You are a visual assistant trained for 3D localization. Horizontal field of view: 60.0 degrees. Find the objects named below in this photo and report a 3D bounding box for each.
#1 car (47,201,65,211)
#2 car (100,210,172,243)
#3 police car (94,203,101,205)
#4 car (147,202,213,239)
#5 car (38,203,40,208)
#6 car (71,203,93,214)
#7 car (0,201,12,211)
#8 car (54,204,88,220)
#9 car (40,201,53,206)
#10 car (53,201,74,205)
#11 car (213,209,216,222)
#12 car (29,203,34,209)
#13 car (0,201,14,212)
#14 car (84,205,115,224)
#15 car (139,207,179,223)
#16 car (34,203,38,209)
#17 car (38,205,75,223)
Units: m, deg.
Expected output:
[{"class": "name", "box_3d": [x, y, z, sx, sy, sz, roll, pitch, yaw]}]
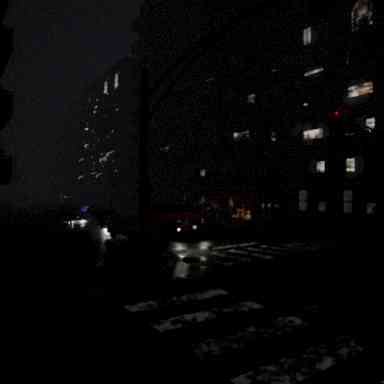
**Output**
[{"class": "car", "box_3d": [-26.663, 2.729, 65.209, 2.192, 1.841, 5.009, -1, -1, -36]}, {"class": "car", "box_3d": [-3.303, 1.935, 18.886, 1.752, 1.417, 4.829, -1, -1, -36]}, {"class": "police car", "box_3d": [-13.847, 2.468, 48.418, 1.930, 1.638, 5.238, 1, -1, -36]}, {"class": "car", "box_3d": [-1.461, 1.666, 20.775, 2.150, 2.045, 5.566, 1, -1, -36]}, {"class": "car", "box_3d": [-29.994, 2.829, 69.791, 2.192, 1.841, 5.009, -1, -1, -36]}, {"class": "car", "box_3d": [-17.894, 2.644, 53.993, 1.882, 1.535, 5.008, 1, -1, -36]}, {"class": "car", "box_3d": [-36.710, 2.742, 64.834, 2.192, 1.841, 5.009, 0, -1, -36]}, {"class": "car", "box_3d": [-13.701, 2.369, 37.635, 2.033, 1.411, 5.357, 1, -1, -36]}, {"class": "car", "box_3d": [-24.207, 2.744, 57.508, 2.128, 1.511, 4.902, 1, -1, -36]}, {"class": "car", "box_3d": [-19.020, 2.447, 50.378, 2.097, 1.767, 4.553, 1, -1, -36]}, {"class": "car", "box_3d": [-0.021, 1.918, 28.563, 2.192, 1.841, 5.009, -1, -1, -36]}, {"class": "car", "box_3d": [-36.651, 3.255, 78.950, 1.887, 1.381, 4.507, -1, -1, -36]}, {"class": "car", "box_3d": [-33.377, 2.873, 60.252, 1.887, 1.381, 4.507, 0, -1, -36]}, {"class": "car", "box_3d": [-7.537, 2.138, 29.141, 1.837, 1.490, 4.892, 1, -1, -36]}, {"class": "car", "box_3d": [-3.348, 2.250, 33.142, 1.887, 1.381, 4.507, -1, -1, -36]}, {"class": "car", "box_3d": [-33.320, 3.178, 74.369, 1.947, 1.339, 4.313, -1, -1, -36]}, {"class": "car", "box_3d": [-13.394, 2.266, 32.766, 1.887, 1.381, 4.507, -1, -1, -36]}]
